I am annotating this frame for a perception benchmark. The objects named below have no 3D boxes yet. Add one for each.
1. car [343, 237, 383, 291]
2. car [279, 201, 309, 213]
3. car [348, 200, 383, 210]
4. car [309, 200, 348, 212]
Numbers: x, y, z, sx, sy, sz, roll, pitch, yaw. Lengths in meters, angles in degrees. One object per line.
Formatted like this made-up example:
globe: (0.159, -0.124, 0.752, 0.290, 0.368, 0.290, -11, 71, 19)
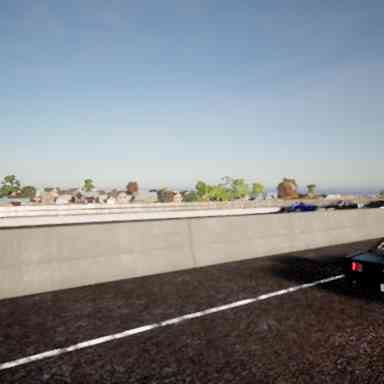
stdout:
car: (5.631, 1.589, 7.725, 4.718, 1.301, 1.895, 0, 0, -35)
car: (10.828, 1.574, 32.919, 4.718, 1.301, 1.895, 0, 0, -35)
car: (15.318, 1.481, 27.509, 4.892, 1.490, 1.837, 0, 0, -35)
car: (13.368, 1.466, 30.413, 4.902, 1.511, 2.128, 0, 0, -34)
